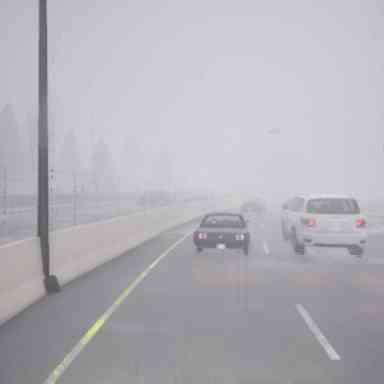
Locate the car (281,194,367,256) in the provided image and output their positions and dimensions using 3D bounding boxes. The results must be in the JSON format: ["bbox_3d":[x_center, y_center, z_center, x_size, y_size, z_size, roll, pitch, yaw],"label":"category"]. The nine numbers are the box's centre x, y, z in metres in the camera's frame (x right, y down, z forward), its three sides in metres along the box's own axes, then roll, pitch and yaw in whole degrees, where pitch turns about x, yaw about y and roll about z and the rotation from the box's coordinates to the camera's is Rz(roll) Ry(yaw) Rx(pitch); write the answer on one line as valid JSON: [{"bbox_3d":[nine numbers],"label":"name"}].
[{"bbox_3d":[4.788,1.089,12.768,2.150,2.045,5.566,0,1,9],"label":"car"}]

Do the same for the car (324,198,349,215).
[{"bbox_3d":[13.268,1.289,30.745,1.895,1.301,4.718,0,1,21],"label":"car"}]

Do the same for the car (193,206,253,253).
[{"bbox_3d":[1.284,1.452,12.972,1.895,1.301,4.718,0,1,9],"label":"car"}]

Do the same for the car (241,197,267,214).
[{"bbox_3d":[5.619,1.192,30.132,1.812,1.442,4.674,0,1,19],"label":"car"}]

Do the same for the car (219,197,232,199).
[{"bbox_3d":[4.295,1.049,45.139,1.994,1.385,4.181,1,1,28],"label":"car"}]

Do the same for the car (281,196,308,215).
[{"bbox_3d":[9.487,1.168,30.494,2.128,1.511,4.902,0,1,20],"label":"car"}]
